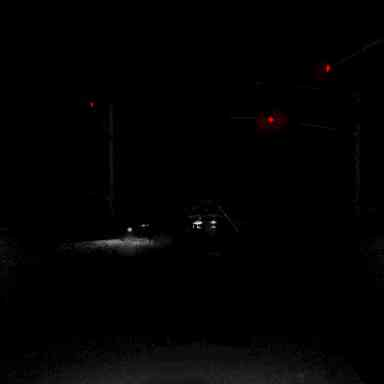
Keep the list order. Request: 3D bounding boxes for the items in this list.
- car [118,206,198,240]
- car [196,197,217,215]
[{"bbox_3d":[-1.794,1.565,17.157,1.994,1.385,4.181,0,0,33],"label":"car"},{"bbox_3d":[1.477,1.491,34.169,1.812,1.442,4.674,0,0,3],"label":"car"}]
